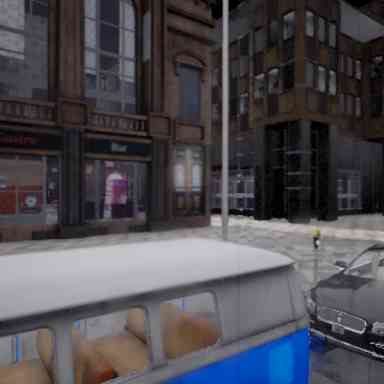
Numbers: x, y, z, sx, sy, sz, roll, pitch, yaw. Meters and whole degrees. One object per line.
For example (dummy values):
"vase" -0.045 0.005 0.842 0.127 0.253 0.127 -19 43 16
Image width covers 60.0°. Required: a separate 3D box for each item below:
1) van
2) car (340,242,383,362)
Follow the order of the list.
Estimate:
"van" -0.902 1.335 2.324 3.998 1.788 1.690 0 0 -35
"car" 3.678 1.548 5.578 4.403 1.369 2.008 0 0 -35
